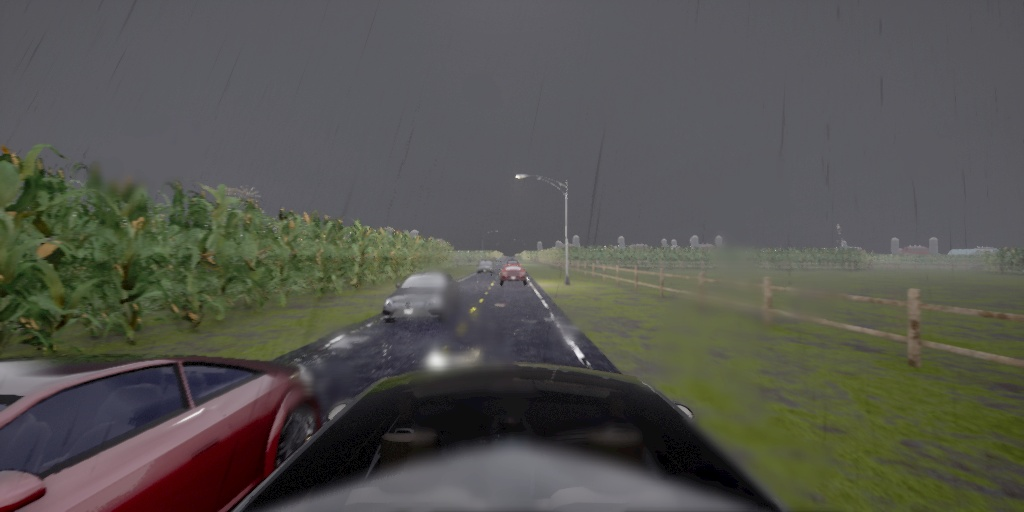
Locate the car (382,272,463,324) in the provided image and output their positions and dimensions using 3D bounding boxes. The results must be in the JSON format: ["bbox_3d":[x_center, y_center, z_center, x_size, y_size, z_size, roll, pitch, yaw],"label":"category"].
[{"bbox_3d":[-2.814,1.281,12.205,1.812,1.442,4.674,0,0,1],"label":"car"}]

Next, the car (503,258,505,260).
[{"bbox_3d":[0.089,1.258,45.036,1.837,1.490,4.892,0,0,0],"label":"car"}]

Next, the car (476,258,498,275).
[{"bbox_3d":[-2.851,1.258,39.906,1.837,1.490,4.892,0,1,0],"label":"car"}]

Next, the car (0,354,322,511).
[{"bbox_3d":[-2.845,1.314,1.794,1.994,1.385,4.181,0,0,0],"label":"car"}]

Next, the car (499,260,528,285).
[{"bbox_3d":[0.093,1.283,26.285,1.812,1.442,4.674,0,0,0],"label":"car"}]
